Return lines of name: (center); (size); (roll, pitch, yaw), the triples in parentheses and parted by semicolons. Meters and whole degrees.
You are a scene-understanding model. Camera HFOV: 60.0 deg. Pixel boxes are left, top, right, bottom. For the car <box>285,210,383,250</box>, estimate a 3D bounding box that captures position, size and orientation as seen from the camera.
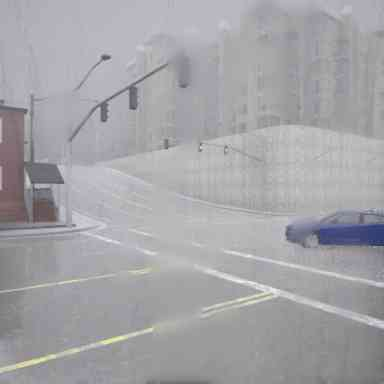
car: (6.355, 1.478, 13.479); (5.008, 1.535, 1.882); (0, -1, 12)
